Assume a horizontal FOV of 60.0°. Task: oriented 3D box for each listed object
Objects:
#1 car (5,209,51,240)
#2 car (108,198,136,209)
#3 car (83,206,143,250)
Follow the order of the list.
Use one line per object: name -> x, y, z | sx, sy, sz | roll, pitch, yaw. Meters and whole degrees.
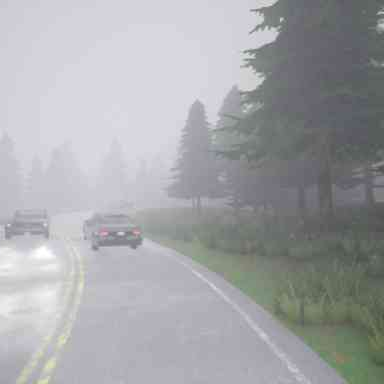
car -> -8.127, 1.542, 16.764 | 1.895, 1.301, 4.718 | 1, 0, -22
car -> -7.653, 1.371, 36.665 | 2.128, 1.511, 4.902 | -2, 0, 8
car -> -3.613, 1.570, 14.546 | 2.033, 1.411, 5.357 | 1, 0, -23
